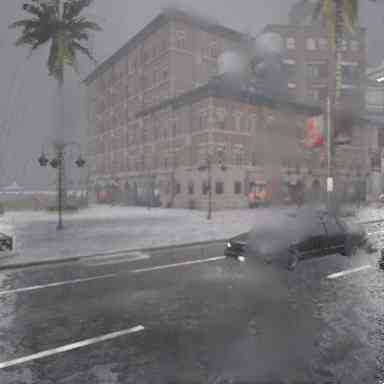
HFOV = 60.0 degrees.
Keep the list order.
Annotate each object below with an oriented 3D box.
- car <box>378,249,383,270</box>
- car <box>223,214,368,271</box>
[{"bbox_3d":[7.243,1.421,9.054,5.357,1.411,2.033,-1,1,-35],"label":"car"},{"bbox_3d":[3.568,1.438,10.755,5.357,1.411,2.033,-1,1,-35],"label":"car"}]
